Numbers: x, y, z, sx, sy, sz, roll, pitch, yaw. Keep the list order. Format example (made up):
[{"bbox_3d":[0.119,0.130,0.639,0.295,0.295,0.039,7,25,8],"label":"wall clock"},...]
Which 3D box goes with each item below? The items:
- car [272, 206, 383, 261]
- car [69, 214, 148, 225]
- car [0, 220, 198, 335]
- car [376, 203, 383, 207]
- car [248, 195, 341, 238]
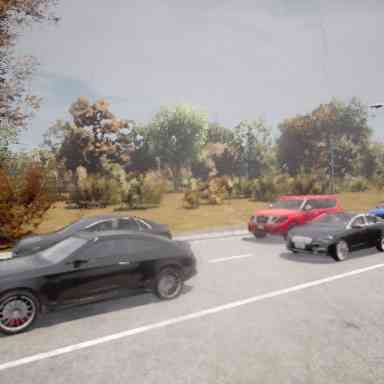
[{"bbox_3d":[5.494,1.468,12.206,4.902,1.511,2.128,0,0,-36],"label":"car"},{"bbox_3d":[-2.924,1.498,10.504,4.892,1.490,1.837,0,0,-36],"label":"car"},{"bbox_3d":[-2.017,1.522,6.854,4.674,1.442,1.812,0,0,-36],"label":"car"},{"bbox_3d":[13.791,1.339,22.402,5.008,1.535,1.882,-2,1,-35],"label":"car"},{"bbox_3d":[5.262,1.194,16.335,5.566,2.045,2.150,0,0,-36],"label":"car"}]
